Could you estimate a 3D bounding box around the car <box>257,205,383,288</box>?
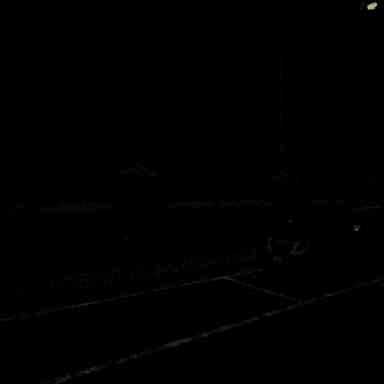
[{"bbox_3d":[4.119,1.316,9.476,5.009,1.841,2.192,0,0,-36],"label":"car"}]
